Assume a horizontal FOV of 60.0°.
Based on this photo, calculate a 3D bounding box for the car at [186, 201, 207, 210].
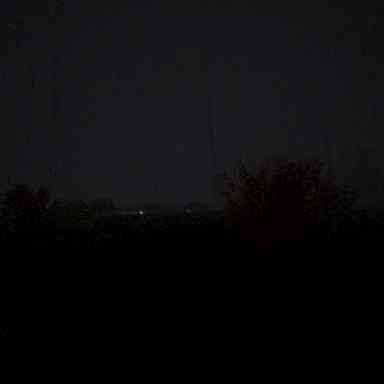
[{"bbox_3d":[0.871,2.382,59.281,1.837,1.490,4.892,-2,-2,36],"label":"car"}]

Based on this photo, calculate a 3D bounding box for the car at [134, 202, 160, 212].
[{"bbox_3d":[-7.269,2.384,54.158,1.837,1.490,4.892,-2,-2,36],"label":"car"}]

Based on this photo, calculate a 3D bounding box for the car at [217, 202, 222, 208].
[{"bbox_3d":[6.806,2.516,67.588,1.812,1.442,4.674,-2,-2,36],"label":"car"}]

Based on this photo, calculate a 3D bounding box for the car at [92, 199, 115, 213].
[{"bbox_3d":[-13.208,1.991,45.937,2.150,2.045,5.566,-2,-2,36],"label":"car"}]
